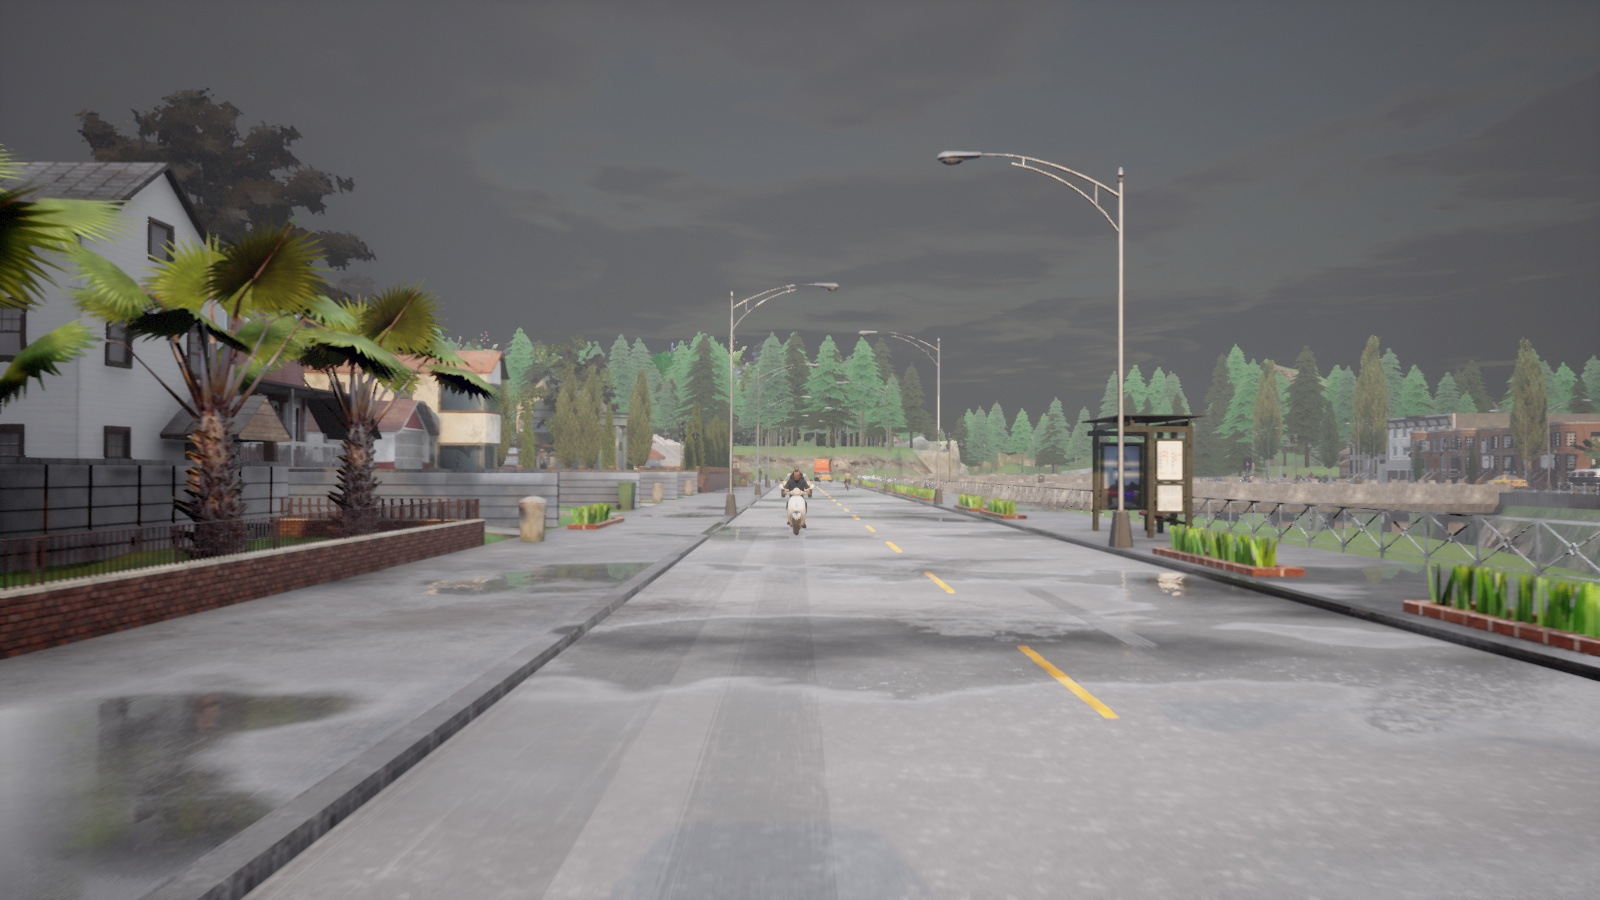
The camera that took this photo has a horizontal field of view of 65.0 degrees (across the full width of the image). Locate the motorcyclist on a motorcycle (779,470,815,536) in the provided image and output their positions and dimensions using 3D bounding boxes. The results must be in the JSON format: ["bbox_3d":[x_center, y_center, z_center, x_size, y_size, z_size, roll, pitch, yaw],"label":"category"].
[{"bbox_3d":[-0.073,1.287,30.978,0.866,1.590,1.817,0,-1,0],"label":"motorcyclist on a motorcycle"}]

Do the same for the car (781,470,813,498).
[{"bbox_3d":[-0.176,2.005,74.690,1.801,1.575,5.366,0,-1,0],"label":"car"}]
